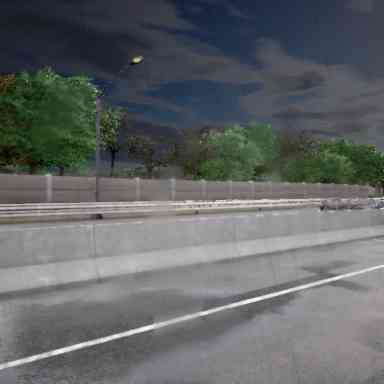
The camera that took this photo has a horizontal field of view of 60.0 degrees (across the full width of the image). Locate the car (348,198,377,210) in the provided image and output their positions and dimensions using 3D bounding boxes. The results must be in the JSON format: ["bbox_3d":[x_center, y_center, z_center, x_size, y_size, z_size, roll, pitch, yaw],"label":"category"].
[{"bbox_3d":[18.930,1.592,34.525,5.357,1.411,2.033,0,0,-35],"label":"car"}]

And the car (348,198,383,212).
[{"bbox_3d":[21.196,1.533,40.373,5.008,1.535,1.882,0,0,-35],"label":"car"}]

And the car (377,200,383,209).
[{"bbox_3d":[19.535,1.394,30.667,4.553,1.767,2.097,0,0,-35],"label":"car"}]

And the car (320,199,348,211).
[{"bbox_3d":[17.718,1.614,41.344,4.181,1.385,1.994,0,0,-38],"label":"car"}]
